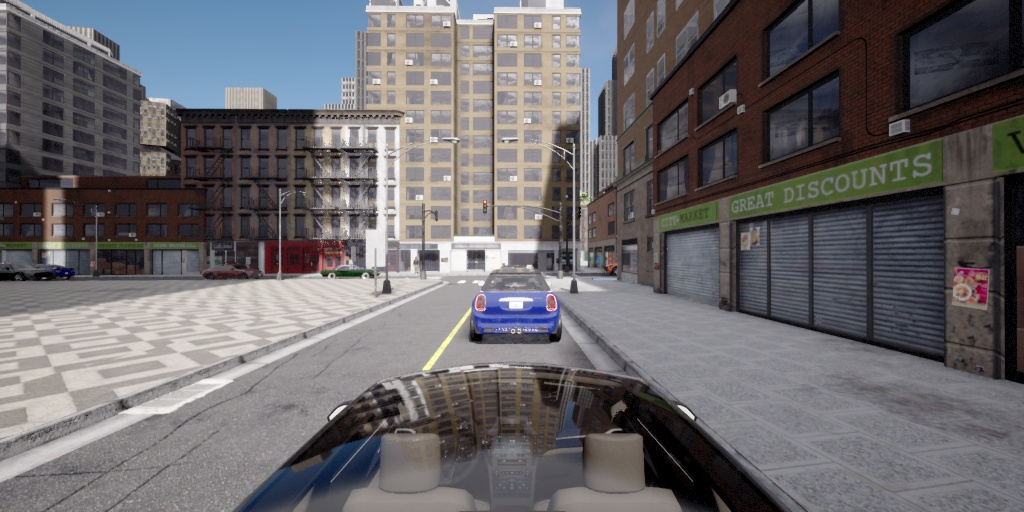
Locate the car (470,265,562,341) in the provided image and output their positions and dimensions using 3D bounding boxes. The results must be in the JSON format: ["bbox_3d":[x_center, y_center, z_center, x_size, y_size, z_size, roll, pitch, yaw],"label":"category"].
[{"bbox_3d":[0.082,1.101,10.017,2.097,1.767,4.553,0,0,0],"label":"car"}]

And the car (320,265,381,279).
[{"bbox_3d":[-14.282,1.443,31.980,4.718,1.301,1.895,0,0,-1],"label":"car"}]

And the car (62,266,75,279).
[{"bbox_3d":[-45.544,1.531,34.654,5.008,1.535,1.882,0,0,-1],"label":"car"}]

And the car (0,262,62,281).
[{"bbox_3d":[-43.447,1.384,31.573,4.553,1.767,2.097,0,0,-1],"label":"car"}]

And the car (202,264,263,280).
[{"bbox_3d":[-24.757,1.444,31.838,4.674,1.442,1.812,0,0,-1],"label":"car"}]

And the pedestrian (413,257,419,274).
[{"bbox_3d":[-10.260,0.970,38.280,0.375,1.860,0.375,0,0,-1],"label":"pedestrian"}]

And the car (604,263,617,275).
[{"bbox_3d":[11.492,0.979,35.580,4.553,1.767,2.097,-1,0,-1],"label":"car"}]
